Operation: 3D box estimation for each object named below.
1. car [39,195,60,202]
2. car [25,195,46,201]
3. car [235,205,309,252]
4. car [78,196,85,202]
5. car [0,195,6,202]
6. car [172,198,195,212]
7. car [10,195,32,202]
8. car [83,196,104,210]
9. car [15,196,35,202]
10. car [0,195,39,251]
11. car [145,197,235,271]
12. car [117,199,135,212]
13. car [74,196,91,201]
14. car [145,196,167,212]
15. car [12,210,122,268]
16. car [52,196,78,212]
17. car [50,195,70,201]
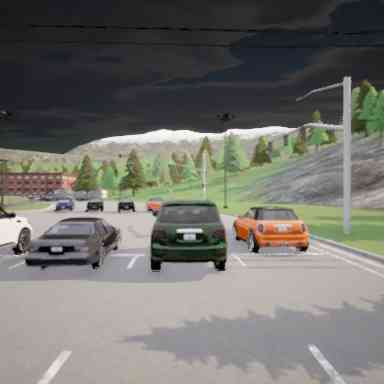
[{"bbox_3d":[-33.503,1.603,77.417,4.674,1.442,1.812,0,0,32],"label":"car"},{"bbox_3d":[-39.882,1.547,84.690,4.902,1.511,2.128,0,0,21],"label":"car"},{"bbox_3d":[3.120,1.366,14.071,2.097,1.767,4.553,0,0,-4],"label":"car"},{"bbox_3d":[-25.502,1.607,80.207,4.902,1.511,2.128,0,0,39],"label":"car"},{"bbox_3d":[-47.544,1.559,79.800,5.008,1.535,1.882,0,0,11],"label":"car"},{"bbox_3d":[-1.115,1.568,41.233,1.812,1.442,4.674,0,0,-14],"label":"car"},{"bbox_3d":[-42.134,1.583,81.811,4.892,1.490,1.837,0,0,18],"label":"car"},{"bbox_3d":[-11.629,1.518,40.054,1.882,1.535,5.008,0,0,-14],"label":"car"},{"bbox_3d":[-38.212,1.602,76.179,4.674,1.442,1.812,0,0,28],"label":"car"},{"bbox_3d":[-7.147,1.233,10.443,2.150,2.045,5.566,0,0,-2],"label":"car"},{"bbox_3d":[-0.179,1.234,11.167,2.150,2.045,5.566,0,0,-3],"label":"car"},{"bbox_3d":[-7.854,1.518,39.387,1.882,1.535,5.008,0,0,-14],"label":"car"},{"bbox_3d":[-28.482,1.641,86.668,4.181,1.385,1.994,0,0,32],"label":"car"},{"bbox_3d":[-4.389,1.393,39.803,2.097,1.767,4.553,0,0,-14],"label":"car"},{"bbox_3d":[-3.684,1.559,11.272,2.033,1.411,5.357,0,0,-3],"label":"car"},{"bbox_3d":[-15.269,1.567,40.151,1.812,1.442,4.674,0,0,-14],"label":"car"},{"bbox_3d":[-34.082,1.565,85.880,5.008,1.535,1.882,0,0,25],"label":"car"}]
